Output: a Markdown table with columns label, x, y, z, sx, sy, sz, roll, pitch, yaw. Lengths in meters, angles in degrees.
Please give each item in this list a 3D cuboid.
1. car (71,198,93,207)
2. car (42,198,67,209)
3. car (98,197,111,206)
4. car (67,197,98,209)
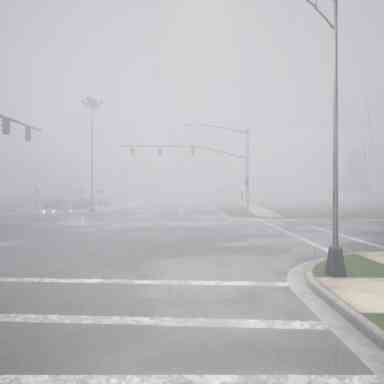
| label | x | y | z | sx | sy | sz | roll | pitch | yaw |
| --- | --- | --- | --- | --- | --- | --- | --- | --- | --- |
| car | -17.842 | 1.601 | 53.980 | 1.895 | 1.301 | 4.718 | 0 | 0 | 1 |
| car | -18.007 | 1.547 | 44.397 | 2.033 | 1.411 | 5.357 | 0 | 0 | 1 |
| car | -14.342 | 1.564 | 53.231 | 1.994 | 1.385 | 4.181 | 0 | 0 | 2 |
| car | -14.506 | 1.505 | 44.325 | 1.837 | 1.490 | 4.892 | 0 | 0 | 1 |
